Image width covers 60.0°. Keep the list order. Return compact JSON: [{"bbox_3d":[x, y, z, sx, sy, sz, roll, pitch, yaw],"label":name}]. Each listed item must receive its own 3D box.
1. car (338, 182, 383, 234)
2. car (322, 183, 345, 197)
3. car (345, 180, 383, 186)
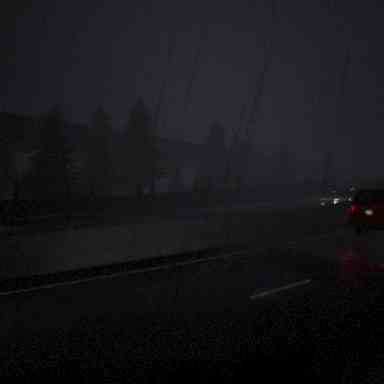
[{"bbox_3d":[9.078,0.712,14.517,5.566,2.045,2.150,-4,3,-35],"label":"car"},{"bbox_3d":[16.524,-0.250,37.260,4.892,1.490,1.837,-5,3,-35],"label":"car"},{"bbox_3d":[18.270,-0.379,34.207,4.553,1.767,2.097,-4,3,-35],"label":"car"}]
